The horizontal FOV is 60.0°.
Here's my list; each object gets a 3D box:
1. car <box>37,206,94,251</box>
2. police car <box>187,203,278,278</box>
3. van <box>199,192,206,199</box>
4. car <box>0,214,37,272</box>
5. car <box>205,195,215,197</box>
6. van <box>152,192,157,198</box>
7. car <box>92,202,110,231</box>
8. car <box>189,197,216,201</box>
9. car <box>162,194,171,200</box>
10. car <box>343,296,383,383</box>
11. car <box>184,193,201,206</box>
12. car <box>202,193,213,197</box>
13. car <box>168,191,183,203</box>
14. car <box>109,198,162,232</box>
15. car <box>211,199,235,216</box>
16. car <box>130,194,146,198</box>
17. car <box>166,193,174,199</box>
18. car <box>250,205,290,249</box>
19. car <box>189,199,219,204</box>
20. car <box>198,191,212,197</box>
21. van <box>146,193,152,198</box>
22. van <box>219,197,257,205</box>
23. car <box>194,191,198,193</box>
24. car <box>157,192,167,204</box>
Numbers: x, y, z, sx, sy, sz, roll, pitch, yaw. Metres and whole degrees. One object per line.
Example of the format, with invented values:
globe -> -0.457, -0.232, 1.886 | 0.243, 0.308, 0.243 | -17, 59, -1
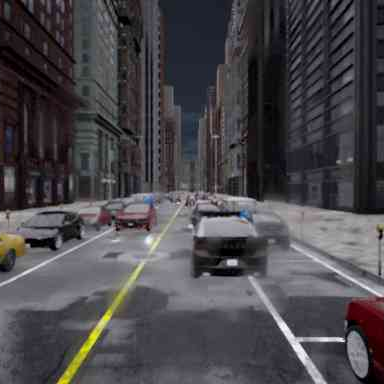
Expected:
car -> -5.764, 1.473, 13.705 | 1.947, 1.339, 4.313 | 0, 0, 0
police car -> 0.900, 1.356, 10.017 | 1.930, 1.638, 5.238 | 0, 0, 0
van -> 2.755, 0.828, 86.991 | 1.690, 1.788, 3.998 | 0, 0, 0
car -> -5.764, 1.471, 7.898 | 1.752, 1.417, 4.829 | 0, 0, 0
car -> 2.759, 1.317, 36.267 | 2.008, 1.369, 4.403 | 0, 0, 0
van -> -5.767, 1.074, 41.886 | 1.690, 1.788, 3.998 | 0, 0, 0
car -> -5.764, 1.452, 19.342 | 1.802, 1.307, 4.206 | 0, 0, 0
car -> 0.848, 1.356, 25.906 | 1.812, 1.442, 4.674 | 0, 0, 0
car -> -5.768, 1.089, 75.706 | 1.887, 1.381, 4.507 | 0, 0, 0
car -> 2.762, 1.527, 2.450 | 1.887, 1.381, 4.507 | 0, 0, 0
car -> 0.015, 1.228, 47.062 | 1.812, 1.442, 4.674 | 0, 0, 0
car -> 2.759, 1.244, 47.539 | 1.887, 1.381, 4.507 | 0, 0, 0
car -> -3.057, 1.133, 60.005 | 1.837, 1.490, 4.892 | 0, 0, 1
car -> -3.100, 1.348, 19.301 | 1.882, 1.535, 5.008 | 0, 0, 0
car -> 2.760, 1.382, 30.631 | 1.802, 1.307, 4.206 | 0, 0, 0
car -> -5.766, 1.240, 30.614 | 1.967, 1.590, 4.097 | 0, 0, 0
car -> -5.769, 1.053, 86.980 | 1.947, 1.339, 4.313 | 0, 0, 0
car -> 2.761, 1.458, 13.722 | 2.008, 1.369, 4.403 | 0, 0, 0
car -> 0.899, 1.373, 19.908 | 1.837, 1.490, 4.892 | 0, 0, 0
car -> 2.757, 0.950, 58.810 | 2.192, 1.841, 5.009 | 0, 0, 0
van -> -5.766, 1.107, 36.250 | 1.690, 1.788, 3.998 | 0, 0, 0
van -> 2.760, 1.211, 19.357 | 1.690, 1.788, 3.998 | 0, 0, 0
car -> -0.003, 1.133, 60.182 | 1.837, 1.490, 4.892 | 0, 0, 0
car -> -5.767, 0.982, 53.159 | 2.192, 1.841, 5.009 | 0, 0, 0
